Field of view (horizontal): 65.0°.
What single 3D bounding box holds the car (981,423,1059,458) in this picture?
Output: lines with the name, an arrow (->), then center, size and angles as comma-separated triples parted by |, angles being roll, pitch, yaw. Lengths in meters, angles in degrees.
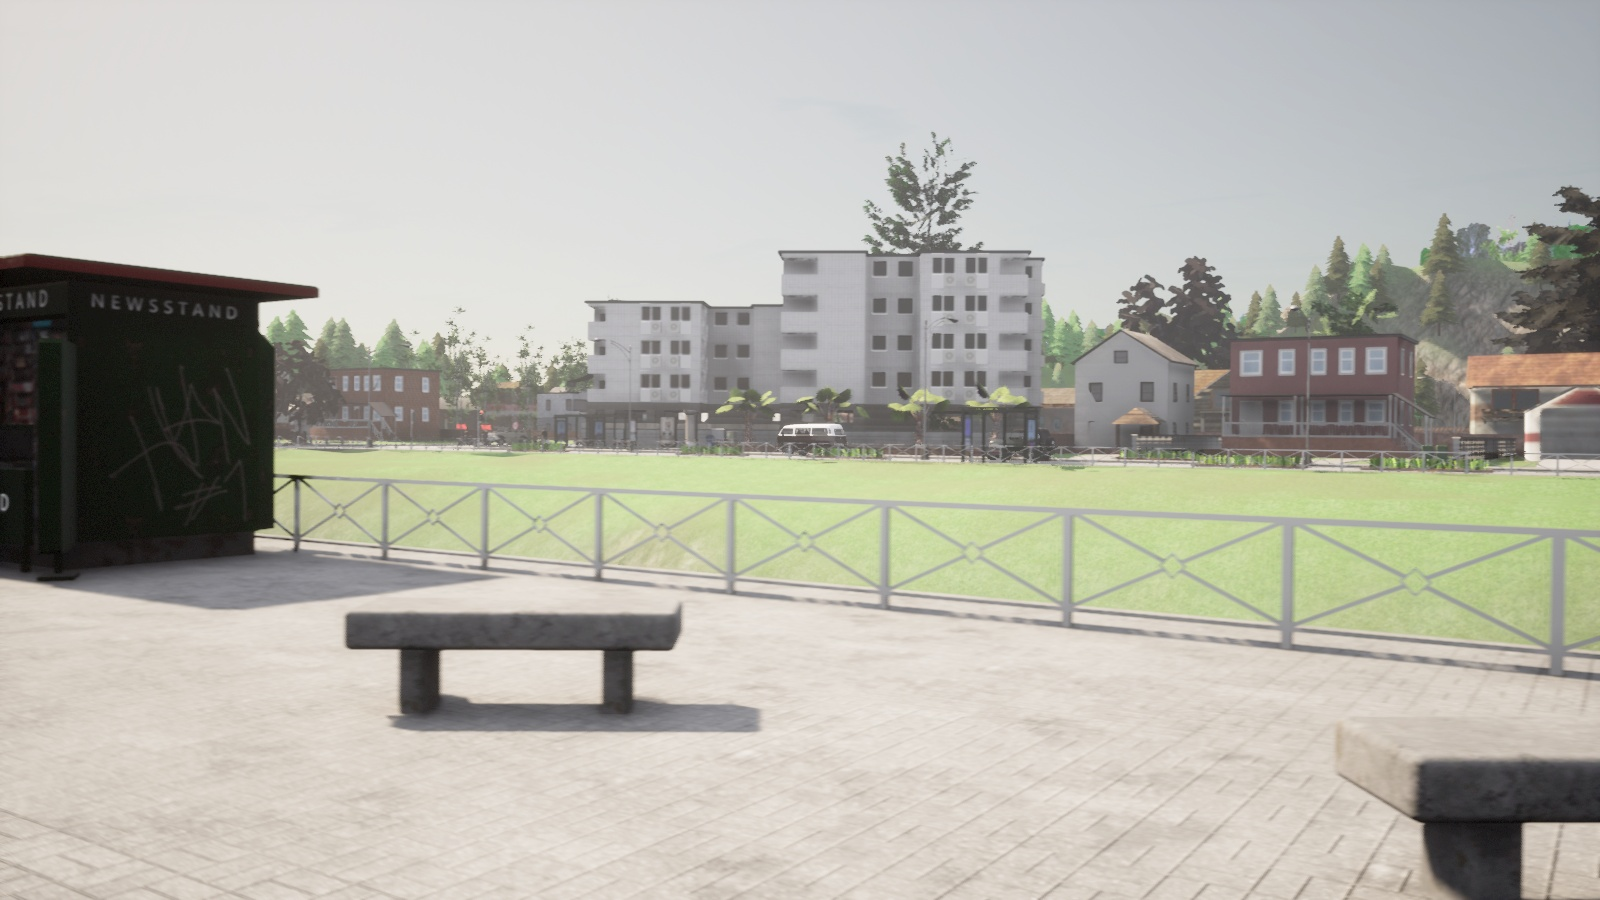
car -> 12.288, -0.541, 70.127 | 3.866, 1.878, 1.905 | 0, 1, 34

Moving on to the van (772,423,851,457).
van -> 0.699, -0.614, 77.829 | 4.480, 2.038, 2.069 | 0, 1, 34
